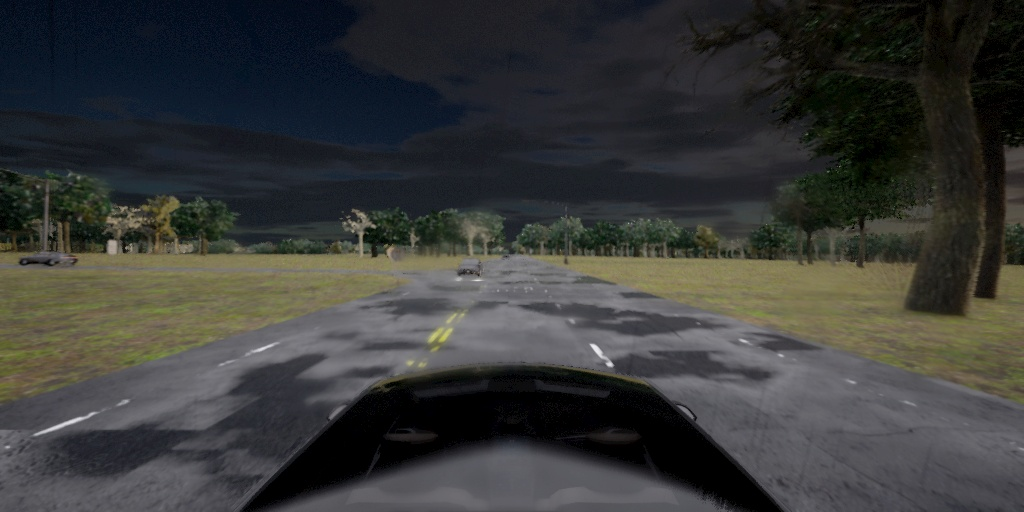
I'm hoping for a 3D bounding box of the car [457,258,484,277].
[{"bbox_3d":[-3.438,0.919,30.427,1.837,1.490,4.892,0,1,0],"label":"car"}]

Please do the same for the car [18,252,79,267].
[{"bbox_3d":[-48.908,0.330,37.873,4.902,1.511,2.128,1,-1,0],"label":"car"}]
